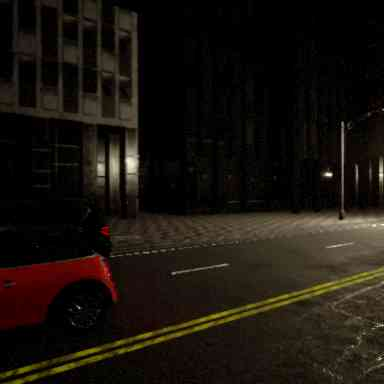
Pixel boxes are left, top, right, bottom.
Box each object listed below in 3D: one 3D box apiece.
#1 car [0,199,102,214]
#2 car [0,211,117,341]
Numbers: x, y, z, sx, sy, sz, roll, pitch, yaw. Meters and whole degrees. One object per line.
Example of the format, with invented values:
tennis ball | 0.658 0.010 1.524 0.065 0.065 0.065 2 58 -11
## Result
car | -4.784 1.220 8.242 5.566 2.045 2.150 0 0 -35
car | -3.588 1.352 5.100 4.553 1.767 2.097 0 0 -35
